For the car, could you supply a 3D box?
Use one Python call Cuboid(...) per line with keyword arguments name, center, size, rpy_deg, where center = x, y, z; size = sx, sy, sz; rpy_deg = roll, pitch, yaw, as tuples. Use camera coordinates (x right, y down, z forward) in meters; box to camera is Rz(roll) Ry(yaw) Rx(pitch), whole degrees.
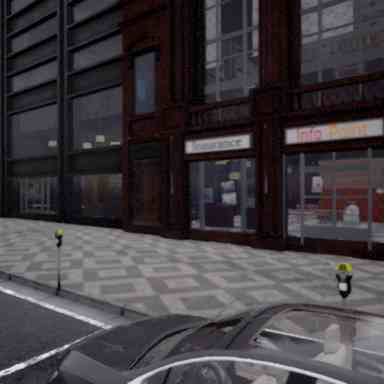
Cuboid(name="car", center=(0.714, 1.547, 2.348), size=(4.403, 1.369, 2.008), rpy_deg=(0, 0, 36))
